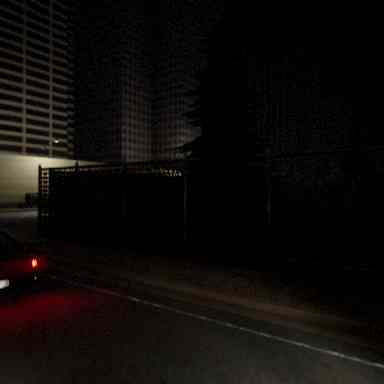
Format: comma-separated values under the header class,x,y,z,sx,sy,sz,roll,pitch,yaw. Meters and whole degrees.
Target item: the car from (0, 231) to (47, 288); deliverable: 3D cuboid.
class,x,y,z,sx,sy,sz,roll,pitch,yaw
car,-5.577,1.544,7.978,4.718,1.301,1.895,0,0,37
